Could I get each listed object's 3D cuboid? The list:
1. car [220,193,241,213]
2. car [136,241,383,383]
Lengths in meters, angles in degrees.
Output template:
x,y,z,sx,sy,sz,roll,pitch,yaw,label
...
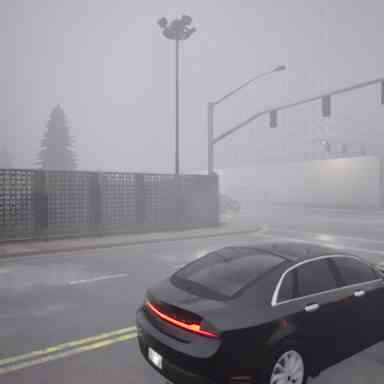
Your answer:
x,y,z,sx,sy,sz,roll,pitch,yaw,label
2.810,1.152,35.621,2.150,2.045,5.566,0,0,-35,car
1.592,1.502,4.919,4.892,1.490,1.837,0,0,-35,car
